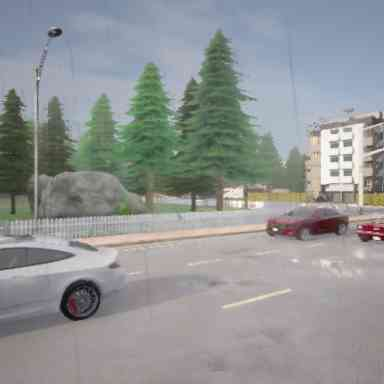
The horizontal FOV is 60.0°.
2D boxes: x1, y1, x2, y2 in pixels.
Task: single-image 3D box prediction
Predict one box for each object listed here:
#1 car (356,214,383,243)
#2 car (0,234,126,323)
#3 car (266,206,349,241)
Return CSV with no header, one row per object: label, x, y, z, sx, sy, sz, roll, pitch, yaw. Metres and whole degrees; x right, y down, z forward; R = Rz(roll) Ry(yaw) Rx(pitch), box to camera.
car,9.391,1.591,14.918,4.718,1.301,1.895,0,0,-35
car,-3.470,1.524,5.797,4.674,1.442,1.812,0,0,-35
car,5.884,1.468,16.732,5.008,1.535,1.882,0,0,-35
